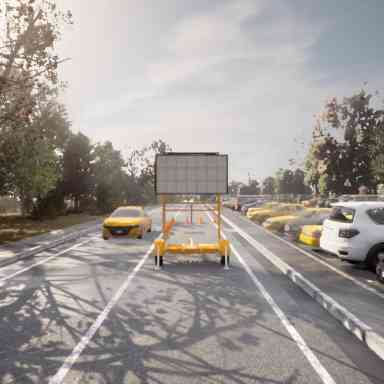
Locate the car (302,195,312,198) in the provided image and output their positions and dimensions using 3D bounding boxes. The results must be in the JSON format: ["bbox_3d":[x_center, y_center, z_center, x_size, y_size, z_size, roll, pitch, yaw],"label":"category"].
[{"bbox_3d":[20.266,1.636,51.630,5.008,1.535,2.097,0,0,0],"label":"car"}]

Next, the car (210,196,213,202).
[{"bbox_3d":[7.406,1.512,74.050,5.566,2.045,2.435,0,0,0],"label":"car"}]

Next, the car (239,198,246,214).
[{"bbox_3d":[7.003,1.536,29.631,4.892,1.521,2.231,0,0,0],"label":"car"}]

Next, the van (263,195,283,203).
[{"bbox_3d":[20.665,1.749,84.852,4.442,1.987,1.878,0,-1,0],"label":"van"}]

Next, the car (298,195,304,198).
[{"bbox_3d":[20.298,1.692,54.524,4.674,1.452,2.002,0,0,0],"label":"car"}]

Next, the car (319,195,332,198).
[{"bbox_3d":[20.174,1.341,43.320,5.566,2.045,2.435,0,0,0],"label":"car"}]

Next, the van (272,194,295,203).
[{"bbox_3d":[20.340,1.530,73.925,4.442,1.987,1.878,0,-1,0],"label":"van"}]

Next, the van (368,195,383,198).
[{"bbox_3d":[20.002,1.310,32.225,4.442,1.987,1.878,0,0,0],"label":"van"}]

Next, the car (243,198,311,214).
[{"bbox_3d":[7.171,1.530,26.862,5.366,1.575,1.946,0,0,0],"label":"car"}]

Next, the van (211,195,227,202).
[{"bbox_3d":[7.656,1.939,93.462,4.442,1.987,1.878,0,-1,0],"label":"van"}]

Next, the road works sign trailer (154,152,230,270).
[{"bbox_3d":[-0.014,0.480,11.132,2.380,3.560,2.880,0,0,-1],"label":"road works sign trailer"}]

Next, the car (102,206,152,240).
[{"bbox_3d":[-3.231,1.505,17.271,1.882,1.535,5.008,0,0,0],"label":"car"}]

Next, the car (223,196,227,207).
[{"bbox_3d":[7.118,1.645,46.288,4.792,1.488,2.163,0,0,0],"label":"car"}]

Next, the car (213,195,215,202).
[{"bbox_3d":[7.303,1.719,65.721,5.008,1.535,2.097,0,0,0],"label":"car"}]

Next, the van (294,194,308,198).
[{"bbox_3d":[20.435,1.441,57.295,4.442,1.987,1.878,0,0,0],"label":"van"}]

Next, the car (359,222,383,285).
[{"bbox_3d":[6.830,1.590,7.434,5.008,1.535,2.097,0,0,0],"label":"car"}]

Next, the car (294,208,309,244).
[{"bbox_3d":[7.056,1.568,12.985,5.366,1.575,1.946,0,0,0],"label":"car"}]

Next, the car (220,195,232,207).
[{"bbox_3d":[6.985,1.627,49.066,5.366,1.575,1.946,0,0,0],"label":"car"}]

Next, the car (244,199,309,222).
[{"bbox_3d":[6.778,1.533,24.213,5.366,1.575,1.946,0,0,0],"label":"car"}]

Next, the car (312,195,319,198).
[{"bbox_3d":[20.197,1.356,46.090,5.566,2.045,2.435,0,0,0],"label":"car"}]

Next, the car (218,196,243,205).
[{"bbox_3d":[7.254,1.579,62.945,4.553,1.767,2.185,0,0,0],"label":"car"}]

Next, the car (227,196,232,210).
[{"bbox_3d":[7.072,1.615,40.736,4.792,1.488,2.163,0,0,0],"label":"car"}]

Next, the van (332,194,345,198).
[{"bbox_3d":[20.063,1.352,40.551,4.442,1.987,1.878,0,0,0],"label":"van"}]

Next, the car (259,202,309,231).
[{"bbox_3d":[6.731,1.549,18.540,5.366,1.575,1.946,0,0,0],"label":"car"}]

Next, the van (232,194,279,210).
[{"bbox_3d":[7.194,1.345,37.960,4.442,1.987,1.878,0,0,0],"label":"van"}]

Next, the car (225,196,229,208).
[{"bbox_3d":[7.095,1.630,43.512,4.792,1.488,2.163,0,0,0],"label":"car"}]

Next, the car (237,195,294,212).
[{"bbox_3d":[7.063,1.418,32.411,4.553,1.767,2.185,0,0,0],"label":"car"}]

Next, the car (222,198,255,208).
[{"bbox_3d":[7.200,1.646,51.840,4.892,1.521,2.231,0,0,0],"label":"car"}]

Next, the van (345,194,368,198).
[{"bbox_3d":[20.273,1.337,37.779,4.442,1.987,1.878,0,0,0],"label":"van"}]

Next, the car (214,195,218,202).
[{"bbox_3d":[7.054,1.672,57.394,5.366,1.575,1.946,0,0,0],"label":"car"}]

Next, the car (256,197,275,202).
[{"bbox_3d":[20.613,2.155,93.282,5.008,1.535,2.097,0,-1,0],"label":"car"}]

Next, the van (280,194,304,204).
[{"bbox_3d":[20.527,1.500,68.375,4.442,1.987,1.878,0,0,0],"label":"van"}]

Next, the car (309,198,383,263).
[{"bbox_3d":[6.876,1.329,10.209,5.566,2.045,2.435,0,0,0],"label":"car"}]

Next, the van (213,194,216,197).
[{"bbox_3d":[7.238,1.523,71.275,4.442,1.987,1.878,0,0,0],"label":"van"}]

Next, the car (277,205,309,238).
[{"bbox_3d":[6.900,1.563,15.762,4.892,1.521,2.231,0,0,0],"label":"car"}]

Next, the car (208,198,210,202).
[{"bbox_3d":[7.521,2.105,90.682,5.008,1.535,2.097,0,-1,0],"label":"car"}]

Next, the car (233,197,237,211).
[{"bbox_3d":[7.084,1.586,35.183,4.792,1.488,2.163,0,0,0],"label":"car"}]

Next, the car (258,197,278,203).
[{"bbox_3d":[20.589,2.093,90.387,5.008,1.535,2.097,0,-1,0],"label":"car"}]

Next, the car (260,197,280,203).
[{"bbox_3d":[20.565,2.035,87.617,4.892,1.521,2.231,0,-1,0],"label":"car"}]

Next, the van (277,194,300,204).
[{"bbox_3d":[20.549,1.514,71.020,4.442,1.987,1.878,0,0,0],"label":"van"}]

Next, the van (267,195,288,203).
[{"bbox_3d":[20.385,1.630,79.316,4.442,1.987,1.878,0,-1,0],"label":"van"}]
